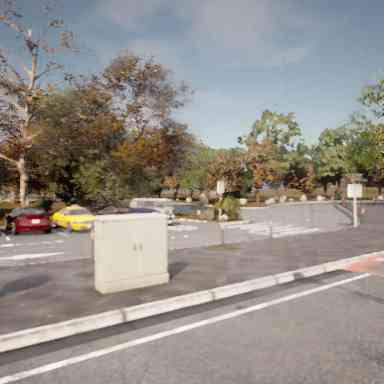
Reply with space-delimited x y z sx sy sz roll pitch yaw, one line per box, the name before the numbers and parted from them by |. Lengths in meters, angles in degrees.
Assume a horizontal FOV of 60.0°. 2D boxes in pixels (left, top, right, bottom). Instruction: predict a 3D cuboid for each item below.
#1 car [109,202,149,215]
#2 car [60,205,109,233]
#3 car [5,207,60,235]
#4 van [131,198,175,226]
car | -5.255 1.688 23.033 2.163 1.488 4.792 1 0 -36
car | -7.387 1.629 21.242 1.946 1.575 5.366 1 0 -36
car | -9.769 1.635 19.802 2.163 1.488 4.792 1 0 -36
van | -2.912 1.459 24.530 1.878 1.987 4.442 1 0 -36
